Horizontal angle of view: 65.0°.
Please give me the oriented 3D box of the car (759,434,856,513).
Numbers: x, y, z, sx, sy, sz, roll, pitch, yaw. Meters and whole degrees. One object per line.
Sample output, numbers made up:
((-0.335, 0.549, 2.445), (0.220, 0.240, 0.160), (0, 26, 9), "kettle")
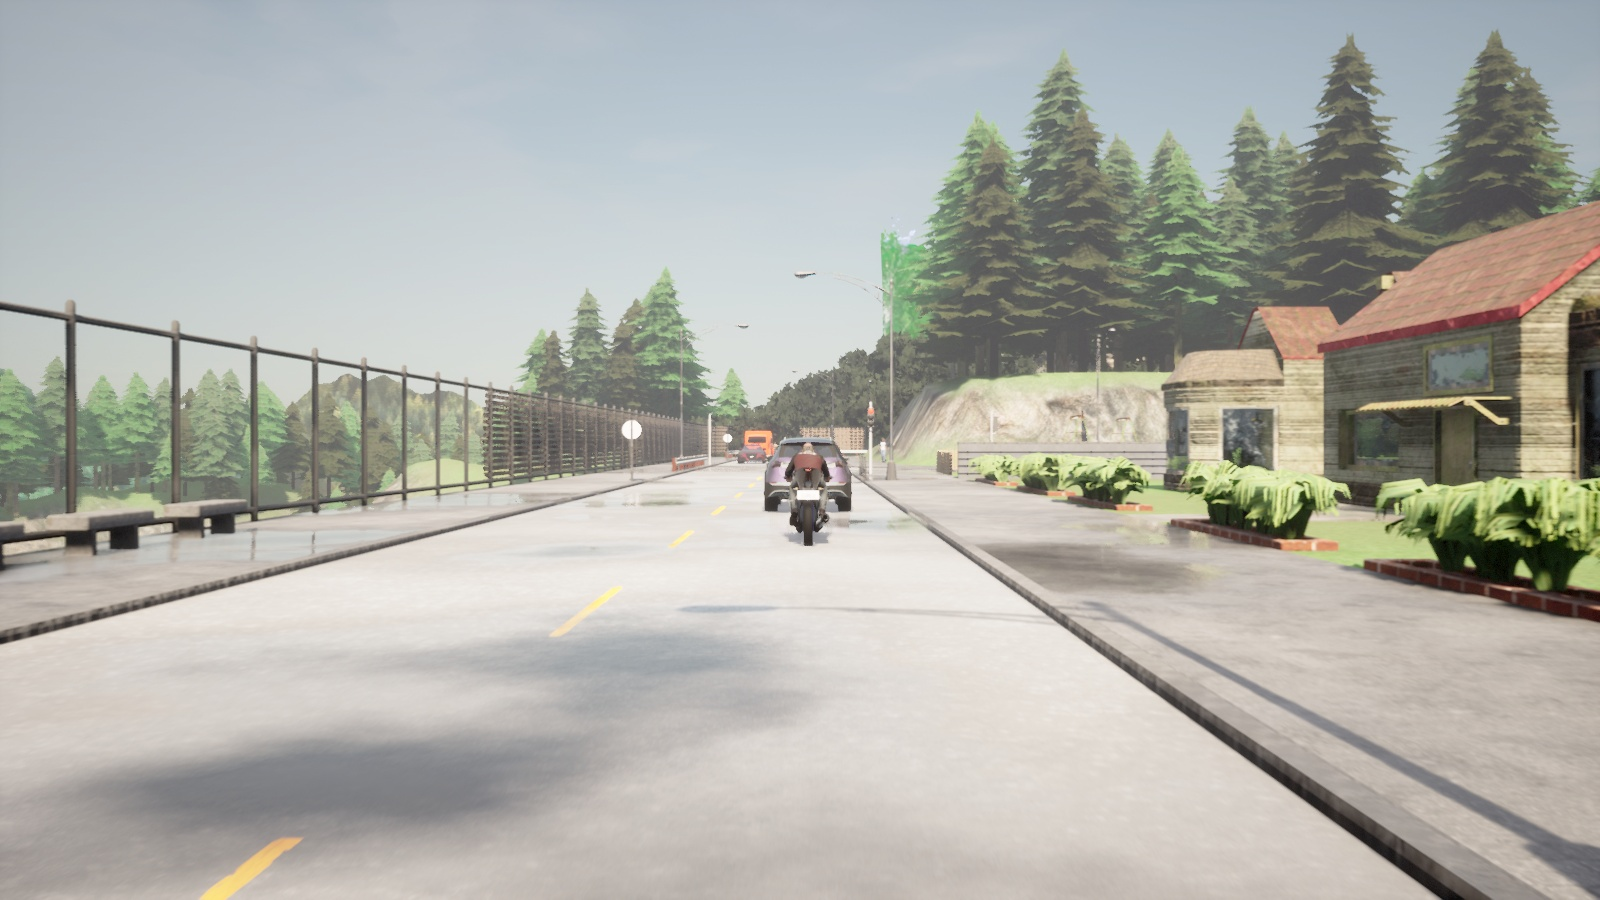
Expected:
((0.181, 0.512, 28.756), (2.033, 1.649, 4.856), (0, 0, 0), "car")

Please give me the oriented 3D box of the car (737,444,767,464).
((-3.442, 0.295, 90.949), (1.994, 1.385, 4.181), (0, 0, 0), "car")

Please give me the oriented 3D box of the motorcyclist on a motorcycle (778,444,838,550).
((0.124, 0.674, 19.127), (0.866, 1.530, 2.191), (0, 0, 0), "motorcyclist on a motorcycle")
